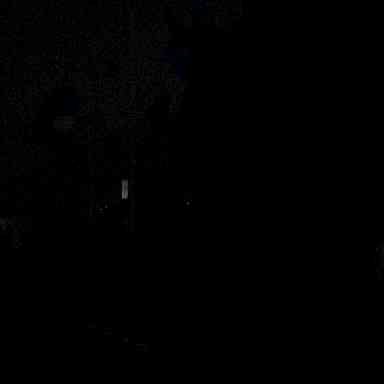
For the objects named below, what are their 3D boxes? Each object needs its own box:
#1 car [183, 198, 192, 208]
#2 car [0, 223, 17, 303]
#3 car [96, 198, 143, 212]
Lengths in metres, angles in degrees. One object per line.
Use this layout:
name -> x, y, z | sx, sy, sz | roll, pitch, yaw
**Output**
car -> 0.706, 1.371, 42.223 | 1.994, 1.385, 4.181 | 0, 0, 36
car -> -5.542, 1.315, 6.758 | 5.009, 1.841, 2.192 | 0, 0, 35
car -> -7.656, 1.372, 35.676 | 2.033, 1.411, 5.357 | 0, 0, 36
